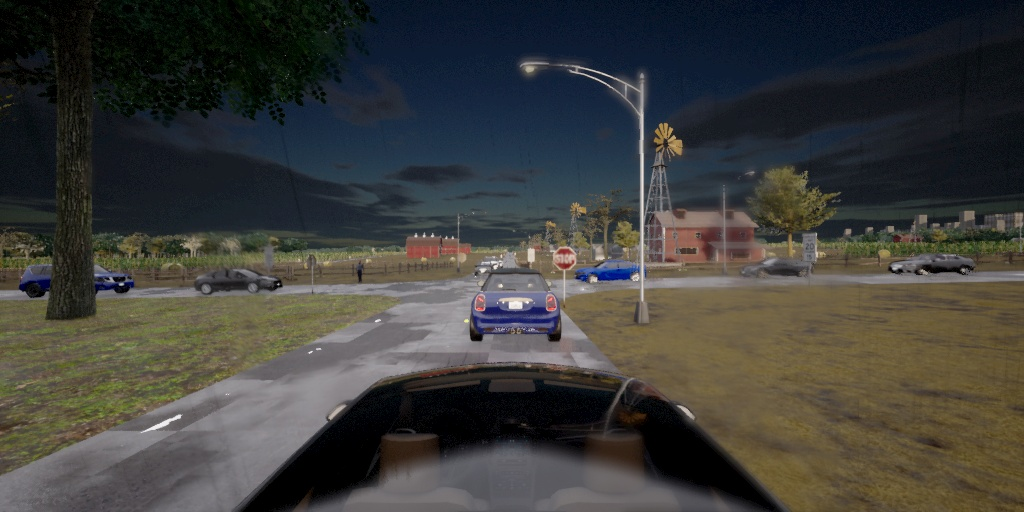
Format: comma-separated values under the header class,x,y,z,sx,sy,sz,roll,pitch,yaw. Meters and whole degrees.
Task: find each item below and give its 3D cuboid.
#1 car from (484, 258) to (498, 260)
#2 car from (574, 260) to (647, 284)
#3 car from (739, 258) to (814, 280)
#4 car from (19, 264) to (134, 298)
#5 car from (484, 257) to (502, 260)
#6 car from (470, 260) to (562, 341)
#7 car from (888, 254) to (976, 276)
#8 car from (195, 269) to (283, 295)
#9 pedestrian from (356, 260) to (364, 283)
class,x,y,z,sx,sy,sz,roll,pitch,yaw
car,-2.919,1.308,38.345,2.128,1.511,4.902,0,0,0
car,6.843,1.071,25.085,5.008,1.535,1.882,-1,1,-8
car,18.892,0.871,25.663,4.674,1.442,1.812,-1,1,0
car,-27.646,1.505,22.857,5.566,2.045,2.150,-1,1,1
car,-2.928,1.097,48.570,2.150,2.045,5.566,0,0,0
car,0.081,1.104,10.003,2.097,1.767,4.553,0,0,0
car,29.868,0.616,25.623,4.902,1.511,2.128,-1,1,0
car,-17.303,1.598,22.831,4.892,1.490,1.837,-1,1,0
pedestrian,-12.211,1.215,28.784,0.375,1.860,0.375,0,2,0
